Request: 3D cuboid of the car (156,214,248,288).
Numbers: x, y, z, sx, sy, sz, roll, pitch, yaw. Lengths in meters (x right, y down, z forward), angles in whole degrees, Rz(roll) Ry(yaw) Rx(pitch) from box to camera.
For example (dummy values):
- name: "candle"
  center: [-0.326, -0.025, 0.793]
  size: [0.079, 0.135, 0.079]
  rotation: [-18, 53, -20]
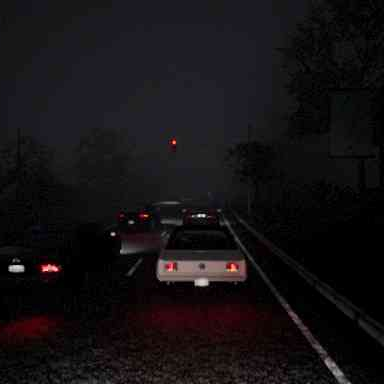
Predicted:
- name: "car"
  center: [0.231, 1.516, 8.925]
  size: [1.895, 1.301, 4.718]
  rotation: [0, 1, 1]

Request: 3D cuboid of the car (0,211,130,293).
- name: "car"
  center: [-3.275, 1.464, 8.771]
  size: [2.033, 1.411, 5.357]
  rotation: [0, 1, 1]

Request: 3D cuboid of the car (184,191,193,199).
- name: "car"
  center: [-1.088, 0.650, 75.389]
  size: [2.097, 1.767, 4.553]
  rotation: [0, 1, 8]

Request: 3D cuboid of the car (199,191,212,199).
- name: "car"
  center: [2.690, 0.799, 76.891]
  size: [2.128, 1.511, 4.902]
  rotation: [0, 1, 9]

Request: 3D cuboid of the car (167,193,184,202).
- name: "car"
  center: [-3.264, 1.039, 59.961]
  size: [1.895, 1.301, 4.718]
  rotation: [0, 1, 8]

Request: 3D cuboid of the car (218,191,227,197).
- name: "car"
  center: [7.946, 0.534, 86.907]
  size: [1.882, 1.535, 5.008]
  rotation: [0, 1, 11]

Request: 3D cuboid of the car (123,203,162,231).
- name: "car"
  center: [-2.945, 1.344, 19.263]
  size: [1.812, 1.442, 4.674]
  rotation: [0, 1, 4]

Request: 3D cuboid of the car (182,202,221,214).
- name: "car"
  center: [0.517, 1.334, 18.149]
  size: [1.837, 1.490, 4.892]
  rotation: [0, 1, 2]

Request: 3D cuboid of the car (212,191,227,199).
- name: "car"
  center: [6.286, 0.827, 77.203]
  size: [1.994, 1.385, 4.181]
  rotation: [0, 1, 9]

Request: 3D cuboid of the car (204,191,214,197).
- name: "car"
  center: [4.425, 0.514, 87.111]
  size: [1.882, 1.535, 5.008]
  rotation: [0, 1, 11]
